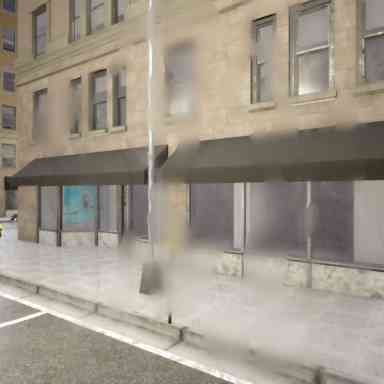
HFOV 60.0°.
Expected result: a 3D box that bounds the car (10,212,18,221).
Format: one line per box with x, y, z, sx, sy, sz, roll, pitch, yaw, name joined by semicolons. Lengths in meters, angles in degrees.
-11.158;1.634;26.110;2.033;1.411;5.357;0;0;36;car
